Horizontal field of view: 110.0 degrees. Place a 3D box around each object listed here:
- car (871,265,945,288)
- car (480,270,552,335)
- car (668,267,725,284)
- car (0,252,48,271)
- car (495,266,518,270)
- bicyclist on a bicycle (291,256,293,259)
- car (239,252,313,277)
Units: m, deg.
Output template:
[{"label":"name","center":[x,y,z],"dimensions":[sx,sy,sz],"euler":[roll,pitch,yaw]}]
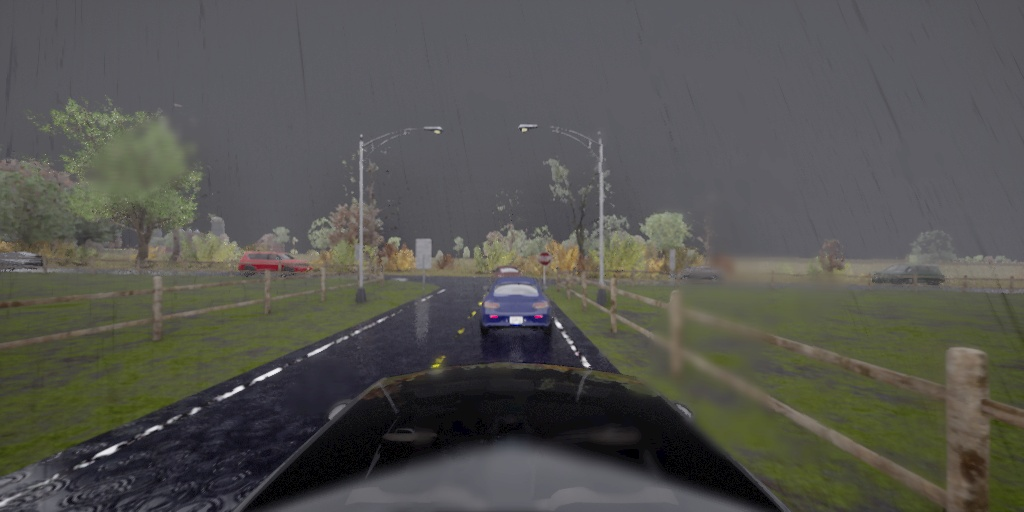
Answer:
[{"label":"car","center":[37.328,1.901,33.908],"dimensions":[5.566,2.045,2.150],"euler":[1,0,0]},{"label":"car","center":[0.105,1.309,10.517],"dimensions":[1.812,1.442,4.674],"euler":[0,0,0]},{"label":"car","center":[17.413,1.751,33.939],"dimensions":[4.902,1.511,2.128],"euler":[1,0,0]},{"label":"car","center":[-43.962,0.509,31.067],"dimensions":[5.357,1.411,2.033],"euler":[1,0,0]},{"label":"car","center":[-0.365,1.363,23.980],"dimensions":[1.812,1.442,4.674],"euler":[0,0,-7]},{"label":"bicyclist on a bicycle","center":[-22.603,0.845,37.003],"dimensions":[0.582,1.620,1.656],"euler":[1,0,0]},{"label":"car","center":[-20.373,0.694,31.015],"dimensions":[5.566,2.045,2.150],"euler":[1,0,0]}]
